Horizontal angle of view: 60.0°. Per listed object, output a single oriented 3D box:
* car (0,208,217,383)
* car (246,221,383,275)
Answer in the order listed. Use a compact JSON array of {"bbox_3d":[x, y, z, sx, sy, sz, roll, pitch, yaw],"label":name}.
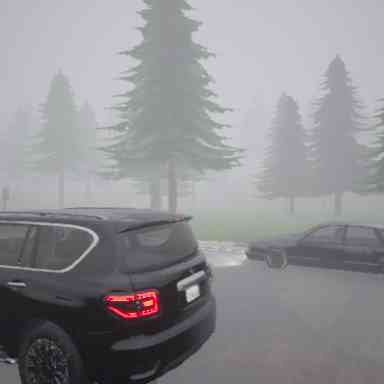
[{"bbox_3d":[-2.370,1.266,5.031,5.566,2.045,2.150,0,0,27],"label":"car"},{"bbox_3d":[4.312,1.548,9.495,5.357,1.411,2.033,-1,0,32],"label":"car"}]
